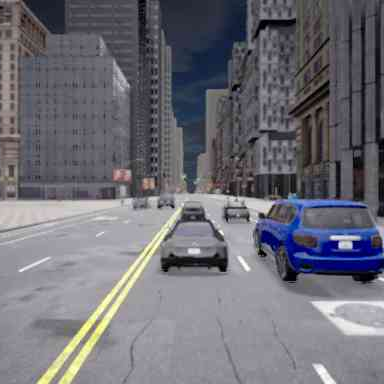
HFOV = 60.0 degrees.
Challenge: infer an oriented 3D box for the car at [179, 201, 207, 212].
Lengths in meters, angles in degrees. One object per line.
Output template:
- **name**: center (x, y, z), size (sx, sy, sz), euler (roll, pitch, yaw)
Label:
- **car**: center (0.072, 1.491, 26.105), size (1.837, 1.490, 4.892), euler (0, 1, 0)

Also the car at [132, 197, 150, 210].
- **car**: center (-6.589, 1.480, 43.646), size (1.837, 1.490, 4.892), euler (0, 0, 0)

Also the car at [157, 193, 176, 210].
- **car**: center (-3.339, 1.198, 43.919), size (2.150, 2.045, 5.566), euler (0, 0, 0)

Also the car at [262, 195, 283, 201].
- **car**: center (19.127, 1.462, 79.173), size (4.403, 1.369, 2.008), euler (0, 0, 0)

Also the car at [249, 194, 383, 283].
- **car**: center (3.315, 1.218, 9.819), size (2.150, 2.045, 5.566), euler (0, 0, 0)

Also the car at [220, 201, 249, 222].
- **car**: center (3.322, 1.477, 26.013), size (2.128, 1.511, 4.902), euler (0, 0, 0)

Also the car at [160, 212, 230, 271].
- **car**: center (0.071, 1.557, 10.938), size (1.994, 1.385, 4.181), euler (0, 0, 0)
